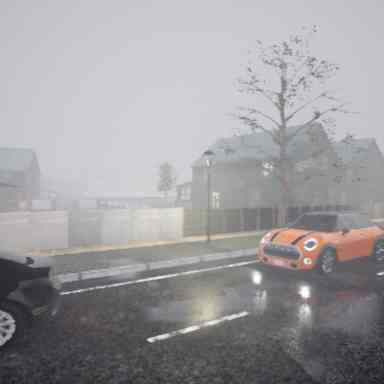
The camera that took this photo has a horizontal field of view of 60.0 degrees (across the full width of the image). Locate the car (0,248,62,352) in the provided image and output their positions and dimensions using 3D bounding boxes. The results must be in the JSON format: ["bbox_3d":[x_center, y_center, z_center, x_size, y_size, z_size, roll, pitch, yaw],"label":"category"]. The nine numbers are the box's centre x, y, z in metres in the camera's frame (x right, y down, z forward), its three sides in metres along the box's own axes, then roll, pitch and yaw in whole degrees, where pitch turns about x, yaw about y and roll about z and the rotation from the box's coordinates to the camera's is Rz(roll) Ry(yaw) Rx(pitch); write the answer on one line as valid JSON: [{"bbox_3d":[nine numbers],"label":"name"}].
[{"bbox_3d":[-4.409,1.516,4.558,4.892,1.490,1.837,1,-1,-35],"label":"car"}]

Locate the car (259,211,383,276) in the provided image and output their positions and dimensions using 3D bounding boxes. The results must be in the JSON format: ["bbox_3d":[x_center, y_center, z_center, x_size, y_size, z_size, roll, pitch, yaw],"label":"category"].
[{"bbox_3d":[4.287,1.439,10.819,4.553,1.767,2.097,0,0,-36],"label":"car"}]
